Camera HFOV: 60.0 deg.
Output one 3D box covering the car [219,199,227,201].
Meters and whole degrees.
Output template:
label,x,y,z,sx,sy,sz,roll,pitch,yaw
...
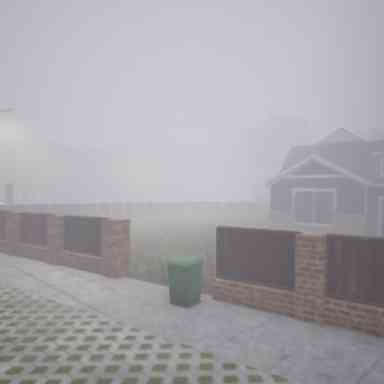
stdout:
label,x,y,z,sx,sy,sz,roll,pitch,yaw
car,8.720,2.782,91.942,2.128,1.511,4.902,1,0,24
